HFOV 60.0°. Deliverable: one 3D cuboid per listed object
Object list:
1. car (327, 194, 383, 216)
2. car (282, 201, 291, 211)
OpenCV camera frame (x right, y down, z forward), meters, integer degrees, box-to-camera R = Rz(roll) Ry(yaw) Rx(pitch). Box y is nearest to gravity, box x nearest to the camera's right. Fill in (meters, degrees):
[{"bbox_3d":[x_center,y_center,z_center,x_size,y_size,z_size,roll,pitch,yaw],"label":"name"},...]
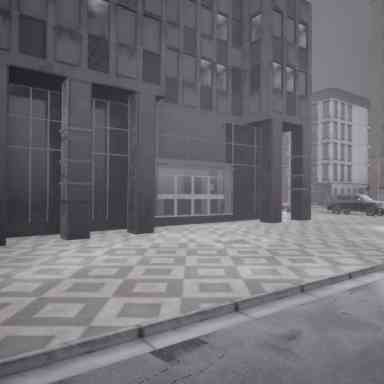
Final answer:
[{"bbox_3d":[15.793,1.189,31.880,2.150,2.045,5.566,1,-1,-36],"label":"car"},{"bbox_3d":[9.964,1.497,39.999,1.812,1.442,4.674,1,0,-36],"label":"car"}]
